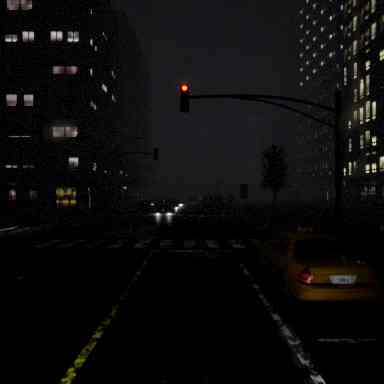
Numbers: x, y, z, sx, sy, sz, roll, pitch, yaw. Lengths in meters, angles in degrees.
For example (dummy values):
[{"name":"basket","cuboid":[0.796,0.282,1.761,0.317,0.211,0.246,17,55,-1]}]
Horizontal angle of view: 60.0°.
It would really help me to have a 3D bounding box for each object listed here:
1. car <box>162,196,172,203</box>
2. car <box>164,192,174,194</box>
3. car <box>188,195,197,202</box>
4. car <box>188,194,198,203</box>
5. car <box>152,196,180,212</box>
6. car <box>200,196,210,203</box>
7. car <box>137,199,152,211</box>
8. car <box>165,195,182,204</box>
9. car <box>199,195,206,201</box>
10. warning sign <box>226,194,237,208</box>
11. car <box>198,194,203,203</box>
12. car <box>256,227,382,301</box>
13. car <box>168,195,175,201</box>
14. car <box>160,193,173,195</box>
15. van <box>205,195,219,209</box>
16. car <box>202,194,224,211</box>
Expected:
[{"name":"car","cuboid":[-5.562,1.648,73.661,1.802,1.307,4.206,0,0,0]},{"name":"car","cuboid":[-5.553,1.517,79.187,1.967,1.590,4.097,0,0,0]},{"name":"car","cuboid":[0.143,1.603,79.736,2.128,1.511,4.902,0,0,0]},{"name":"car","cuboid":[0.227,1.564,69.578,1.837,1.490,4.892,0,0,0]},{"name":"car","cuboid":[-2.998,1.563,38.897,2.033,1.411,5.357,0,0,3]},{"name":"car","cuboid":[2.818,1.611,73.645,1.887,1.381,4.507,0,0,0]},{"name":"car","cuboid":[-5.621,1.568,40.501,2.008,1.369,4.403,0,0,0]},{"name":"car","cuboid":[-3.002,1.594,51.546,1.994,1.385,4.181,0,0,0]},{"name":"car","cuboid":[2.849,1.625,90.395,1.752,1.417,4.829,0,0,0]},{"name":"warning sign","cuboid":[5.151,1.135,43.738,1.300,1.860,1.060,0,0,0]},{"name":"car","cuboid":[2.797,1.362,62.591,2.192,1.841,5.009,0,0,0]},{"name":"car","cuboid":[2.701,1.526,8.243,1.752,1.417,4.829,0,0,0]},{"name":"car","cuboid":[-5.532,1.624,90.070,1.752,1.417,4.829,0,0,0]},{"name":"car","cuboid":[-5.572,1.497,68.134,1.967,1.590,4.097,0,0,0]},{"name":"van","cuboid":[2.768,1.364,46.012,1.690,1.788,3.998,0,0,0]},{"name":"car","cuboid":[2.758,1.332,40.486,2.192,1.841,5.009,0,0,0]}]
